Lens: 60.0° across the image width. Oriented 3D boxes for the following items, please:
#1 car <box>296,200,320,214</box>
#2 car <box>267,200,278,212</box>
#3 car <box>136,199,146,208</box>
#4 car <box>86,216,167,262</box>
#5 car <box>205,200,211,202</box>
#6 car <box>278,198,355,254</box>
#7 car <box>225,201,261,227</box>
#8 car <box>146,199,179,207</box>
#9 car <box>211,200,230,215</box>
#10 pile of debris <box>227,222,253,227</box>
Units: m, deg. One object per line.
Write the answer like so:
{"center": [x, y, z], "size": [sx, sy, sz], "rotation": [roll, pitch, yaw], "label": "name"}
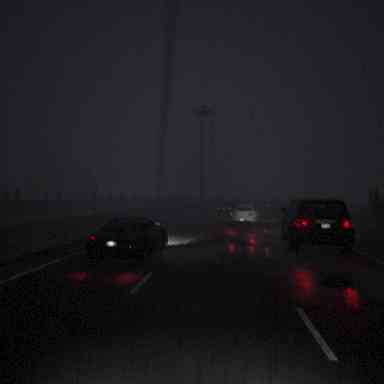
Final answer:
{"center": [12.903, 1.655, 36.977], "size": [1.994, 1.385, 4.181], "rotation": [0, 0, 27], "label": "car"}
{"center": [10.488, 1.656, 40.030], "size": [2.033, 1.411, 5.357], "rotation": [0, 0, 28], "label": "car"}
{"center": [-5.918, 1.669, 46.636], "size": [2.128, 1.511, 4.902], "rotation": [0, 0, 27], "label": "car"}
{"center": [-2.233, 1.595, 12.362], "size": [1.994, 1.385, 4.181], "rotation": [0, 0, 8], "label": "car"}
{"center": [2.648, 1.767, 47.881], "size": [1.895, 1.301, 4.718], "rotation": [0, 0, 30], "label": "car"}
{"center": [5.075, 1.262, 14.042], "size": [2.150, 2.045, 5.566], "rotation": [0, 0, 10], "label": "car"}
{"center": [3.838, 1.587, 23.674], "size": [1.812, 1.442, 4.674], "rotation": [0, 0, 16], "label": "car"}
{"center": [-3.484, 1.650, 43.681], "size": [2.128, 1.511, 4.902], "rotation": [0, 0, 27], "label": "car"}
{"center": [4.113, 1.651, 34.857], "size": [2.033, 1.411, 5.357], "rotation": [0, 0, 23], "label": "car"}
{"center": [3.333, 2.239, 22.782], "size": [1.500, 0.140, 1.860], "rotation": [0, 0, 16], "label": "pile of debris"}
